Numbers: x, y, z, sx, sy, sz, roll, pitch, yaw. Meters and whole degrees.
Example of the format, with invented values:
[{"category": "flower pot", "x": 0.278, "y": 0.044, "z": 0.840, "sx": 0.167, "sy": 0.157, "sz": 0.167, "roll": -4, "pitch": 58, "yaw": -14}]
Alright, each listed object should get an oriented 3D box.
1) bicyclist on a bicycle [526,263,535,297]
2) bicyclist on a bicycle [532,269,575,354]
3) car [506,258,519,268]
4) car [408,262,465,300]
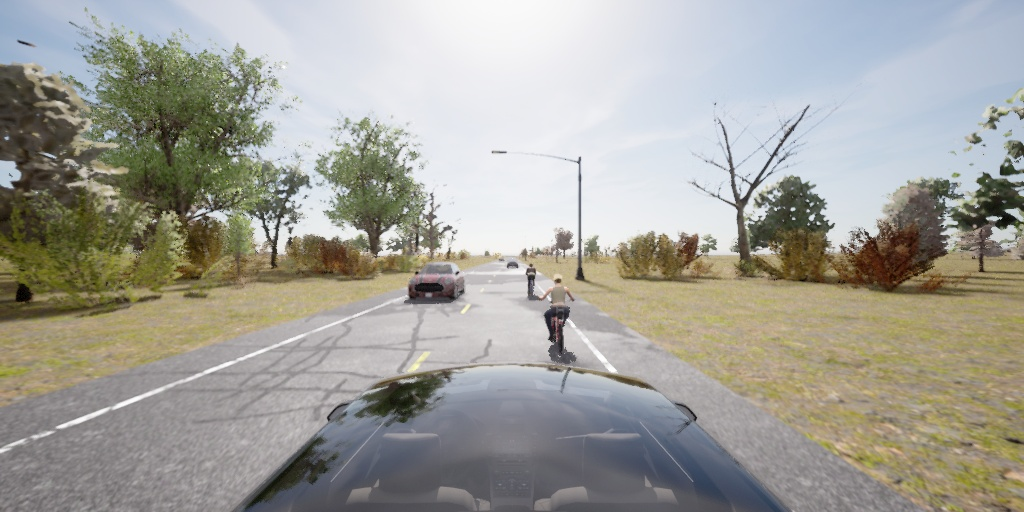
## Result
[{"category": "bicyclist on a bicycle", "x": 0.963, "y": 1.203, "z": 17.968, "sx": 0.582, "sy": 1.620, "sz": 1.656, "roll": 0, "pitch": 0, "yaw": 0}, {"category": "bicyclist on a bicycle", "x": 0.981, "y": 1.187, "z": 7.808, "sx": 0.866, "sy": 1.612, "sz": 1.509, "roll": 0, "pitch": 0, "yaw": 0}, {"category": "car", "x": 0.096, "y": 1.265, "z": 59.896, "sx": 1.812, "sy": 1.442, "sz": 4.674, "roll": 0, "pitch": 0, "yaw": 0}, {"category": "car", "x": -3.600, "y": 1.102, "z": 17.746, "sx": 2.097, "sy": 1.767, "sz": 4.553, "roll": 0, "pitch": 0, "yaw": 0}]
